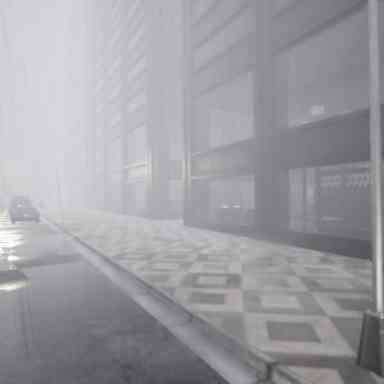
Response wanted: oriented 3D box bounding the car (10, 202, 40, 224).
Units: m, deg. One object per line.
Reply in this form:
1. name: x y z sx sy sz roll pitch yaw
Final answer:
1. car: -13.477 1.751 26.889 1.994 1.385 4.181 0 0 -29

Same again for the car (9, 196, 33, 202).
1. car: -19.405 1.488 37.778 2.150 2.045 5.566 0 0 -28
